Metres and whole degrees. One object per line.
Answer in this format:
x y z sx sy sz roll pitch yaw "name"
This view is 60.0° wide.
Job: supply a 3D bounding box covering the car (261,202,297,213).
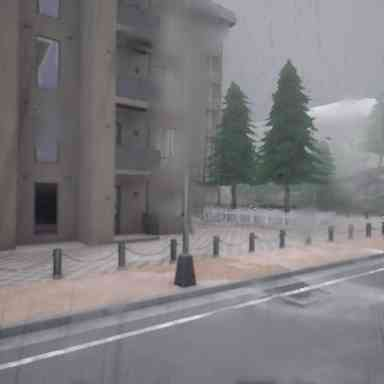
11.293 1.948 43.209 1.895 1.301 4.718 1 0 -35 "car"
